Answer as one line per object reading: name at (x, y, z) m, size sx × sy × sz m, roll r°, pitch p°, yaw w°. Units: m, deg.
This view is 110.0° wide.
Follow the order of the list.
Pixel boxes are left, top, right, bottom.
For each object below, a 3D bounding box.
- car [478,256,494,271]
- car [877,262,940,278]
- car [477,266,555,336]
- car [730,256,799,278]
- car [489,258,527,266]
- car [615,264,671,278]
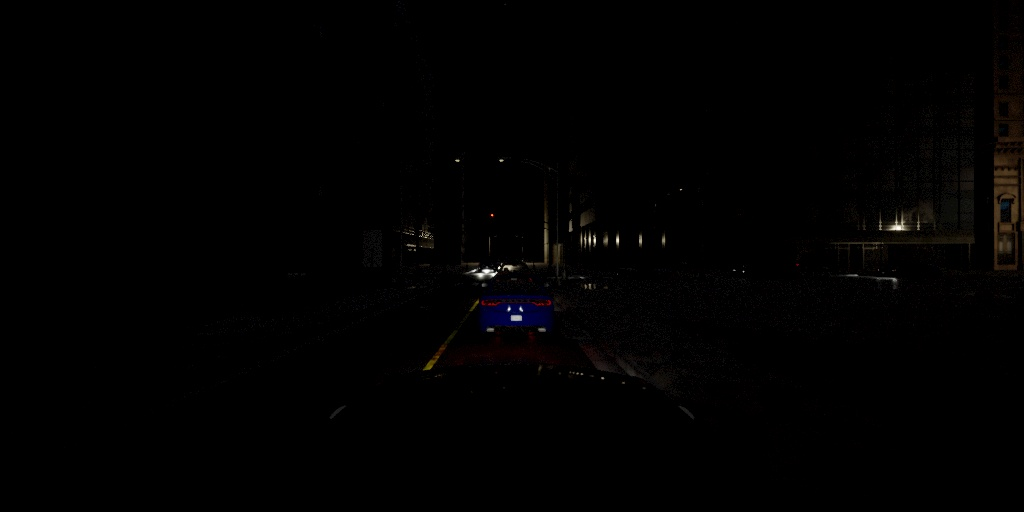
car at (-3.107, 1.000, 45.870) m, size 2.150 × 2.045 × 5.566 m, roll 0°, pitch 0°, yaw -2°
car at (36.855, 1.267, 33.341) m, size 4.674 × 1.442 × 1.812 m, roll 0°, pitch 0°, yaw 0°
car at (0.099, 1.229, 10.456) m, size 1.882 × 1.535 × 5.008 m, roll 0°, pitch 0°, yaw 0°
car at (23.446, 0.987, 33.353) m, size 5.566 × 2.045 × 2.150 m, roll 0°, pitch 0°, yaw 0°
car at (0.152, 1.107, 19.325) m, size 2.097 × 1.767 × 4.553 m, roll 0°, pitch 0°, yaw 2°
car at (12.045, 1.371, 33.342) m, size 4.718 × 1.301 × 1.895 m, roll 0°, pitch 0°, yaw 3°
